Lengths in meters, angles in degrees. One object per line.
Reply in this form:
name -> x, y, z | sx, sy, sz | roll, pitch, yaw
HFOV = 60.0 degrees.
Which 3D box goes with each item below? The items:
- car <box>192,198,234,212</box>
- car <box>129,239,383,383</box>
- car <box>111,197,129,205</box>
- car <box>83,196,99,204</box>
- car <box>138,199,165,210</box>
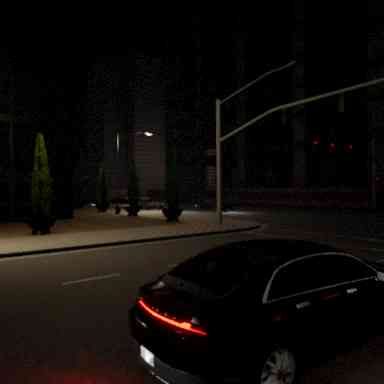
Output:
car -> 2.206, 1.383, 36.439 | 2.033, 1.411, 5.357 | -1, 0, -36
car -> 1.507, 1.467, 4.931 | 4.892, 1.490, 1.837 | -1, 0, -35
car -> -11.948, 1.439, 56.052 | 1.895, 1.301, 4.718 | -1, 0, -35
car -> -17.837, 1.437, 58.295 | 1.994, 1.385, 4.181 | -1, 0, -36
car -> -5.245, 1.471, 40.761 | 1.895, 1.301, 4.718 | -1, 0, -36
